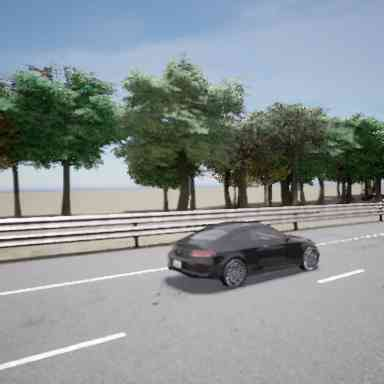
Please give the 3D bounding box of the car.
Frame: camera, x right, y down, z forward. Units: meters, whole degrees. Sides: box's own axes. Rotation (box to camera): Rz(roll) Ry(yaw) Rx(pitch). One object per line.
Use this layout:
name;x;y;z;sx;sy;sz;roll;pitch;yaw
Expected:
car;1.530;1.519;9.136;4.674;1.442;1.812;0;0;-35
